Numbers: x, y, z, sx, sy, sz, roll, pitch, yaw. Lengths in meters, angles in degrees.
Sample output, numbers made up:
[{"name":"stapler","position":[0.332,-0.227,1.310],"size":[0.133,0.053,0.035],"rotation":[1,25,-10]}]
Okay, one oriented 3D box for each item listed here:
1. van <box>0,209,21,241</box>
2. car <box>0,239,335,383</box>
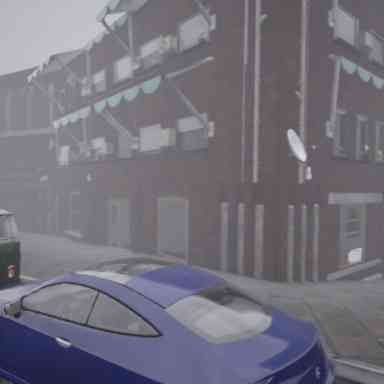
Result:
[{"name":"van","position":[-5.567,1.268,7.062],"size":[4.442,1.987,1.878],"rotation":[0,0,34]},{"name":"car","position":[-0.884,1.517,3.861],"size":[4.674,1.452,2.002],"rotation":[0,0,35]}]
